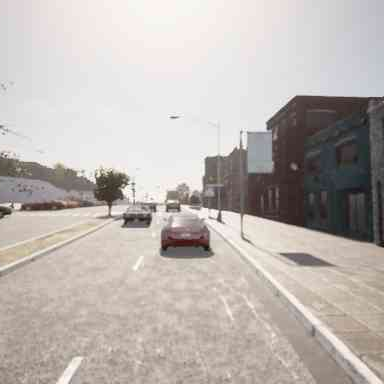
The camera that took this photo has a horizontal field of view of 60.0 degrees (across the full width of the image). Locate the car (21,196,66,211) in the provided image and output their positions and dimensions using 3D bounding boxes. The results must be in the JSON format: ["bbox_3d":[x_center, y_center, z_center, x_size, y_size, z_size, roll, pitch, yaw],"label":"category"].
[{"bbox_3d":[-19.639,1.673,43.635,5.008,1.535,2.097,0,-1,-25],"label":"car"}]

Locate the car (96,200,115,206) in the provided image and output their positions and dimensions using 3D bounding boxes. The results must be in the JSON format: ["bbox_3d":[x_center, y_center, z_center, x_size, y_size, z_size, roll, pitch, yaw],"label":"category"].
[{"bbox_3d":[-23.706,3.010,91.081,4.674,1.452,2.002,0,-2,-25],"label":"car"}]

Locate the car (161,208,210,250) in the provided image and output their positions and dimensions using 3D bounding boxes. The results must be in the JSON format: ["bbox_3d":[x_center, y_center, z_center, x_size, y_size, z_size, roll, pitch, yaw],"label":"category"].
[{"bbox_3d":[-0.327,1.593,14.541,1.994,1.385,4.181,0,0,-3],"label":"car"}]

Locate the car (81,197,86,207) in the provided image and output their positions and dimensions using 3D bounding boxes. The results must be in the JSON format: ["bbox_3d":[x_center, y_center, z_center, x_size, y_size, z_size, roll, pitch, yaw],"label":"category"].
[{"bbox_3d":[-20.663,1.932,55.493,4.674,1.452,2.002,0,-2,-25],"label":"car"}]

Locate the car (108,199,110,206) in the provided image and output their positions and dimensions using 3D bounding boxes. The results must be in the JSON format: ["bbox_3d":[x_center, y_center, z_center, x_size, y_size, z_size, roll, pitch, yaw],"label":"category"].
[{"bbox_3d":[-22.720,2.463,79.209,4.553,1.767,2.185,0,-2,-25],"label":"car"}]

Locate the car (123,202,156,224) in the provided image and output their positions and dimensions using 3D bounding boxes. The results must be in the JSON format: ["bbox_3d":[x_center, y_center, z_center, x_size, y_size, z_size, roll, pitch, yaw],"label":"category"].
[{"bbox_3d":[-3.983,1.659,25.062,1.895,1.301,4.718,0,0,-4],"label":"car"}]

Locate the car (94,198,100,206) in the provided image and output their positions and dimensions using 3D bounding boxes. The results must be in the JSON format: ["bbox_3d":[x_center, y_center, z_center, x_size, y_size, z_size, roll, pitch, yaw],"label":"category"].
[{"bbox_3d":[-21.447,1.869,64.380,5.566,2.045,2.435,0,-1,-25],"label":"car"}]

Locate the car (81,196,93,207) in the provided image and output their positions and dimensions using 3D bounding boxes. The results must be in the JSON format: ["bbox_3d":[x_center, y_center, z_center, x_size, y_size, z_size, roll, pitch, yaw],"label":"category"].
[{"bbox_3d":[-20.892,1.712,58.483,5.566,2.045,2.435,0,-2,-25],"label":"car"}]

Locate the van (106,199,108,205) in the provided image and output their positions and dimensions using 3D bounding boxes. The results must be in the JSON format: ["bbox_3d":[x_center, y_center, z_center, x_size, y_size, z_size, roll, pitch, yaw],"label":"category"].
[{"bbox_3d":[-22.335,2.267,76.310,4.442,1.987,1.878,0,-2,-25],"label":"van"}]

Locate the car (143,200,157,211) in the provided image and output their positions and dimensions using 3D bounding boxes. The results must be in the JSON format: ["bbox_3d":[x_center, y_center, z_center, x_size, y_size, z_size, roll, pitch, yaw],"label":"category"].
[{"bbox_3d":[-5.431,1.704,42.513,2.128,1.511,4.902,0,-1,-5],"label":"car"}]

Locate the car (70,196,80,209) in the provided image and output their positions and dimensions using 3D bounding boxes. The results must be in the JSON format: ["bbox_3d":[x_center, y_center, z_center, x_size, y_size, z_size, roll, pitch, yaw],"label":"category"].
[{"bbox_3d":[-19.987,1.767,49.650,5.366,1.575,1.946,0,-1,-25],"label":"car"}]

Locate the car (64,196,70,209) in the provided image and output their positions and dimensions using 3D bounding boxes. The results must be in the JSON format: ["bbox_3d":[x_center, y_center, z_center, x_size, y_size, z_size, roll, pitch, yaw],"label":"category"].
[{"bbox_3d":[-19.932,1.593,46.591,4.553,1.767,2.185,0,-1,-25],"label":"car"}]

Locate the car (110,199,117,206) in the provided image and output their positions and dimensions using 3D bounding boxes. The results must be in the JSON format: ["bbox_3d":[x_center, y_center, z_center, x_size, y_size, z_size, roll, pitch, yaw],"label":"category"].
[{"bbox_3d":[-23.283,2.872,88.195,5.366,1.575,1.946,0,-2,-25],"label":"car"}]

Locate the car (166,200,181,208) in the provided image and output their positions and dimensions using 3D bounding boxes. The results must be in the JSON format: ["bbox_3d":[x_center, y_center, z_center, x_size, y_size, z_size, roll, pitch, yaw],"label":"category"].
[{"bbox_3d":[-2.428,1.715,42.608,2.128,1.511,4.902,0,-1,-5],"label":"car"}]

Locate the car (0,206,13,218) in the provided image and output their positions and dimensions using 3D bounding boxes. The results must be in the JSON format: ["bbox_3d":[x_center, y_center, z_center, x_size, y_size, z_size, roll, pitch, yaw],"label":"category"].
[{"bbox_3d":[-18.384,1.530,28.817,5.008,1.535,2.097,-1,0,-25],"label":"car"}]

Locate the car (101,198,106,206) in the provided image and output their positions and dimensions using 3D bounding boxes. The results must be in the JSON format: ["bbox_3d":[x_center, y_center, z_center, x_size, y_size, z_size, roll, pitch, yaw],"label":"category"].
[{"bbox_3d":[-22.348,2.393,73.202,5.366,1.575,1.946,0,-2,-25],"label":"car"}]
